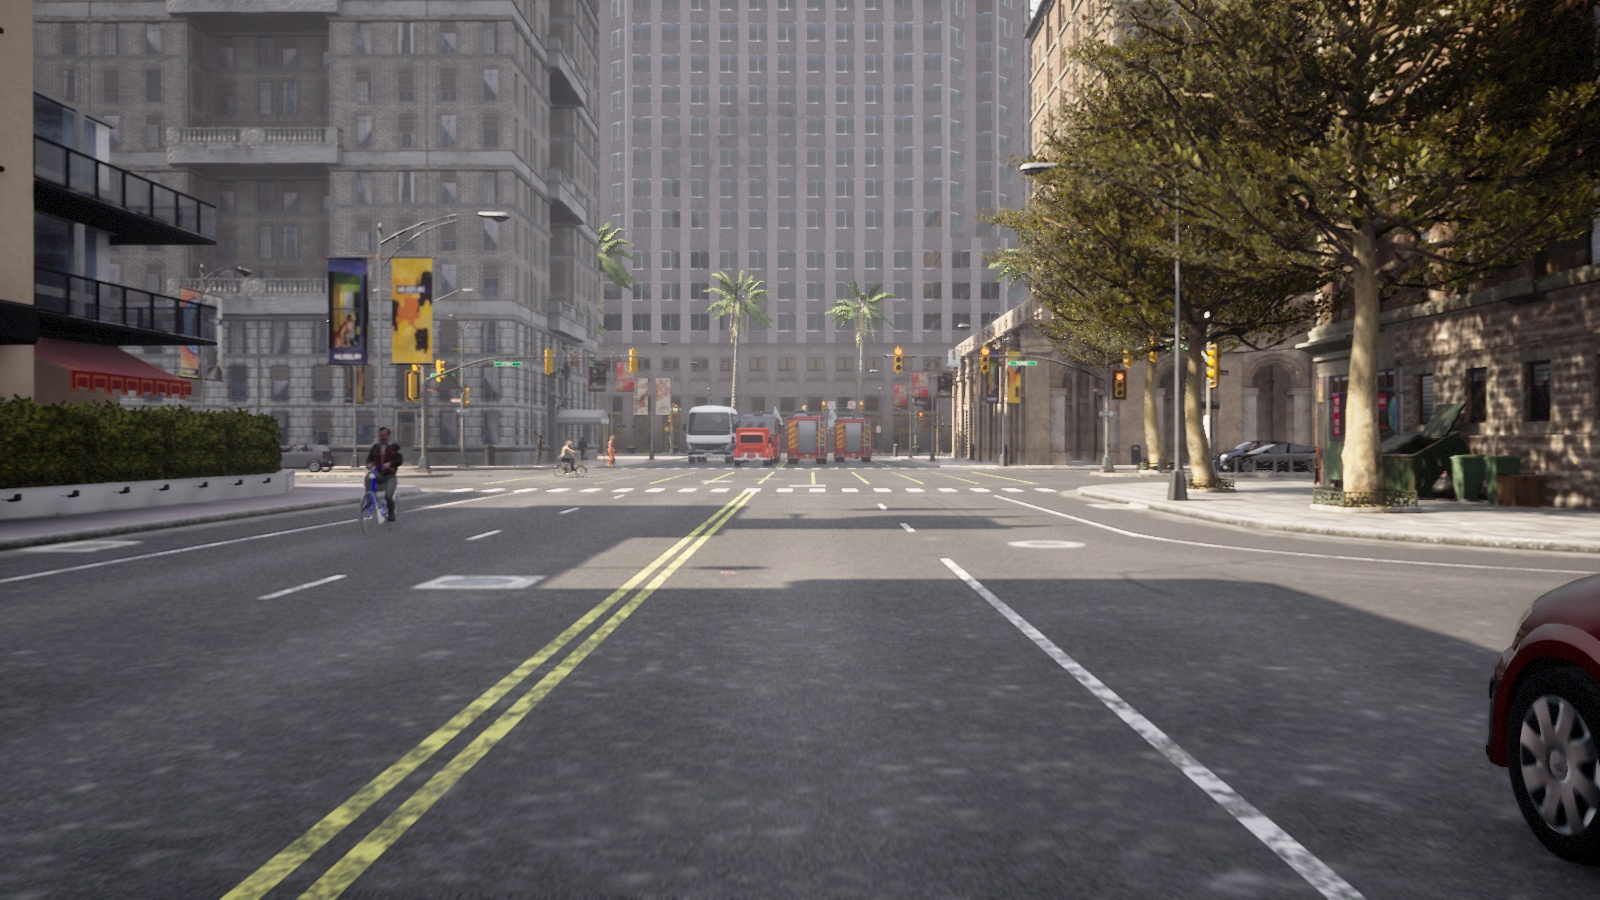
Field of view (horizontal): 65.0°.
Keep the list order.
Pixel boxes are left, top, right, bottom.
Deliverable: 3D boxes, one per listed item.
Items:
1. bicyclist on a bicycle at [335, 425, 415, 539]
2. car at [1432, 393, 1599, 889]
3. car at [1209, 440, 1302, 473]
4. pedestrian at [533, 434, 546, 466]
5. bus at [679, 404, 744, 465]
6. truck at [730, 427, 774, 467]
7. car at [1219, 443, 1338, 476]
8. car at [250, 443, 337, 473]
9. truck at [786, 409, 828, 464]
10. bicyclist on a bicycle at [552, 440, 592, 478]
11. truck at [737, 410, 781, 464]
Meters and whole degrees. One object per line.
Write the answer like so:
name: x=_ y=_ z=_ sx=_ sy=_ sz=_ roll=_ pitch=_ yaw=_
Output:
bicyclist on a bicycle: x=-6.872 y=0.496 z=20.388 sx=0.659 sy=1.776 sz=1.843 roll=0 pitch=0 yaw=0
car: x=3.533 y=0.629 z=3.203 sx=1.851 sy=1.617 sz=3.988 roll=0 pitch=0 yaw=0
car: x=22.703 y=0.309 z=62.701 sx=3.988 sy=1.617 sz=1.851 roll=0 pitch=0 yaw=1
pedestrian: x=-15.069 y=-0.019 z=72.632 sx=0.703 sy=1.840 sz=0.431 roll=0 pitch=0 yaw=-14
bus: x=-6.445 y=-1.162 z=93.452 sx=3.944 sy=4.253 sz=10.273 roll=0 pitch=1 yaw=1
truck: x=-3.036 y=-0.199 z=80.847 sx=2.627 sy=2.467 sz=5.204 roll=0 pitch=0 yaw=0
car: x=22.510 y=0.431 z=59.171 sx=4.792 sy=1.488 sz=2.163 roll=0 pitch=0 yaw=2
car: x=-25.501 y=0.383 z=63.256 sx=3.633 sy=1.501 sz=1.845 roll=0 pitch=0 yaw=1
truck: x=0.526 y=-0.933 z=91.042 sx=2.891 sy=3.827 sz=8.468 roll=0 pitch=0 yaw=0
bicyclist on a bicycle: x=-9.808 y=0.370 z=54.011 sx=1.509 sy=1.612 sz=0.866 roll=0 pitch=-1 yaw=-28
truck: x=-2.956 y=-0.945 z=92.960 sx=2.891 sy=3.827 sz=8.468 roll=0 pitch=0 yaw=1
